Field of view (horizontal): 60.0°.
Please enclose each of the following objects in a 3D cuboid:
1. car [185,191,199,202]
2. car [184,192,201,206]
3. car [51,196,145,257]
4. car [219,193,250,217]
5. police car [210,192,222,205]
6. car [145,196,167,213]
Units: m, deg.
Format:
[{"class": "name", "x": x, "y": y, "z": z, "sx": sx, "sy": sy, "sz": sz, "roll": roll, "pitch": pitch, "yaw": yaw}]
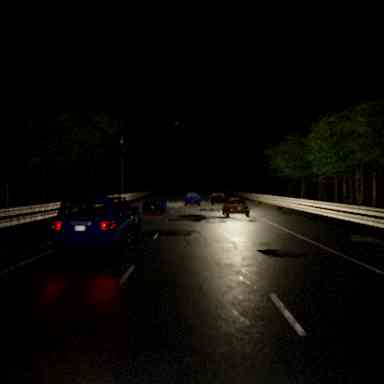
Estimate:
[{"class": "car", "x": -0.035, "y": 0.673, "z": 54.008, "sx": 2.128, "sy": 1.511, "sz": 4.902, "roll": 0, "pitch": 1, "yaw": 0}, {"class": "car", "x": 0.071, "y": 0.921, "z": 42.229, "sx": 1.882, "sy": 1.535, "sz": 5.008, "roll": 0, "pitch": 1, "yaw": 0}, {"class": "car", "x": -3.408, "y": 1.170, "z": 12.809, "sx": 2.150, "sy": 2.045, "sz": 5.566, "roll": 0, "pitch": 1, "yaw": 0}, {"class": "car", "x": 3.577, "y": 1.173, "z": 27.614, "sx": 1.801, "sy": 1.575, "sz": 5.366, "roll": 0, "pitch": 1, "yaw": 0}, {"class": "police car", "x": 3.526, "y": 0.802, "z": 45.386, "sx": 1.930, "sy": 1.638, "sz": 5.238, "roll": 0, "pitch": 1, "yaw": 0}, {"class": "car", "x": -3.421, "y": 1.131, "z": 31.264, "sx": 1.882, "sy": 1.535, "sz": 5.008, "roll": 0, "pitch": 1, "yaw": 0}]
